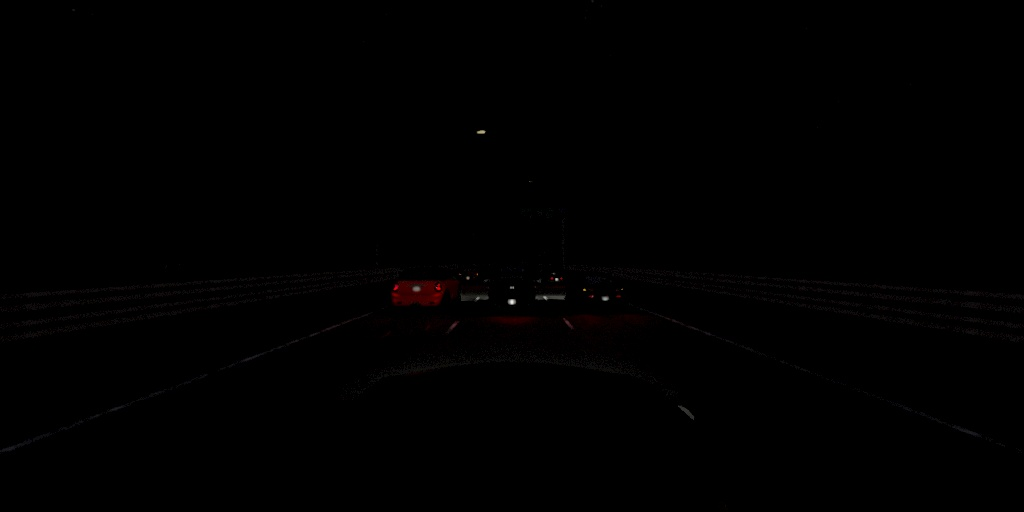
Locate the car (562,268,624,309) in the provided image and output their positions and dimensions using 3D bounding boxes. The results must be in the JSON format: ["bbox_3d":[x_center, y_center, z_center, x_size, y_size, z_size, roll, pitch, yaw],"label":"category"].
[{"bbox_3d":[3.520,1.427,15.747,1.812,1.442,4.674,0,0,0],"label":"car"}]

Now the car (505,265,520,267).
[{"bbox_3d":[0.019,1.555,31.103,1.882,1.535,5.008,0,0,0],"label":"car"}]

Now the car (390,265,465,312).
[{"bbox_3d":[-3.485,1.248,15.265,2.097,1.767,4.553,0,-1,0],"label":"car"}]

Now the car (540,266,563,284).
[{"bbox_3d":[3.511,1.576,30.344,1.837,1.490,4.892,0,0,0],"label":"car"}]

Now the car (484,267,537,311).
[{"bbox_3d":[0.015,1.405,15.341,1.837,1.490,4.892,0,0,0],"label":"car"}]

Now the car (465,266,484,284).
[{"bbox_3d":[-3.485,1.598,30.732,1.812,1.442,4.674,0,0,0],"label":"car"}]
